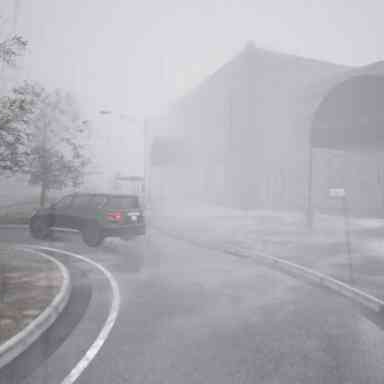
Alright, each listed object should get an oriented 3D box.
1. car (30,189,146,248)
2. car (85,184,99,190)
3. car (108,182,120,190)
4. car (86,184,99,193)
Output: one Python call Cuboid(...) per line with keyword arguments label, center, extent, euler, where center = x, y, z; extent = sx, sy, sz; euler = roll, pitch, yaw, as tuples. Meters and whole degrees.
Cuboid(label="car", center=(-4.501, 1.050, 14.197), extent=(5.566, 2.045, 2.150), euler=(1, 0, 32))
Cuboid(label="car", center=(-15.223, -0.228, 50.070), extent=(2.128, 1.511, 4.902), euler=(1, 2, -16))
Cuboid(label="car", center=(-19.706, -1.286, 82.625), extent=(2.097, 1.535, 5.008), euler=(1, 2, -10))
Cuboid(label="car", center=(-18.958, -0.751, 63.510), extent=(2.128, 1.511, 4.902), euler=(1, 2, -13))
